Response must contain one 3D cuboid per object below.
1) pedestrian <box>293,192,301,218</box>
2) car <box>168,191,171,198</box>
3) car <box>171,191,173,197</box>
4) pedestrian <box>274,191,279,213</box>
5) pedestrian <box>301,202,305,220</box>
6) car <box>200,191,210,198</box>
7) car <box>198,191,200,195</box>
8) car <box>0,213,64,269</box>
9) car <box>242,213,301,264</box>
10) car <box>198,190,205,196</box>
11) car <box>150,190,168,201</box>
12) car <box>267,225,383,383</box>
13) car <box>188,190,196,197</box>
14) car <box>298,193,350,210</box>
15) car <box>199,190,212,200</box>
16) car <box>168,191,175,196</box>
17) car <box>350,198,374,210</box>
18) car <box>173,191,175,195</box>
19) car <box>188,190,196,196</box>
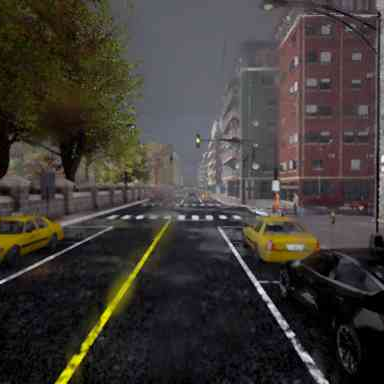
[{"bbox_3d":[7.133,0.890,22.981,0.375,1.860,0.375,0,1,0],"label":"pedestrian"},{"bbox_3d":[-5.701,0.534,65.430,1.967,1.590,4.097,0,1,0],"label":"car"},{"bbox_3d":[-5.701,0.565,70.966,1.887,1.381,4.507,0,1,0],"label":"car"},{"bbox_3d":[6.133,0.801,24.180,0.375,1.860,0.375,0,1,0],"label":"pedestrian"},{"bbox_3d":[7.908,1.282,23.588,0.375,1.300,0.375,0,1,0],"label":"pedestrian"},{"bbox_3d":[2.680,0.571,70.968,2.008,1.369,4.403,0,1,0],"label":"car"},{"bbox_3d":[2.680,0.638,65.432,1.887,1.381,4.507,0,1,0],"label":"car"},{"bbox_3d":[-5.693,1.372,10.629,1.752,1.417,4.829,0,1,0],"label":"car"},{"bbox_3d":[2.687,1.367,10.971,1.752,1.417,4.829,0,1,0],"label":"car"},{"bbox_3d":[2.677,0.274,93.106,1.887,1.381,4.507,0,1,0],"label":"car"},{"bbox_3d":[-5.700,0.556,54.358,2.192,1.841,5.009,0,1,0],"label":"car"},{"bbox_3d":[2.689,1.489,5.171,1.947,1.339,4.313,0,1,0],"label":"car"},{"bbox_3d":[-0.007,0.446,80.086,1.994,1.385,4.181,0,1,0],"label":"car"},{"bbox_3d":[14.611,1.055,37.793,5.009,1.841,2.192,1,0,0],"label":"car"},{"bbox_3d":[2.681,0.690,60.067,1.752,1.417,4.829,0,1,0],"label":"car"},{"bbox_3d":[-5.703,0.311,93.105,1.802,1.307,4.206,0,1,0],"label":"car"},{"bbox_3d":[20.302,1.388,37.813,4.507,1.381,1.887,1,0,0],"label":"car"},{"bbox_3d":[-5.702,0.456,82.035,1.802,1.307,4.206,0,1,0],"label":"car"},{"bbox_3d":[-0.009,0.206,90.095,2.128,1.511,4.902,0,1,0],"label":"car"}]
